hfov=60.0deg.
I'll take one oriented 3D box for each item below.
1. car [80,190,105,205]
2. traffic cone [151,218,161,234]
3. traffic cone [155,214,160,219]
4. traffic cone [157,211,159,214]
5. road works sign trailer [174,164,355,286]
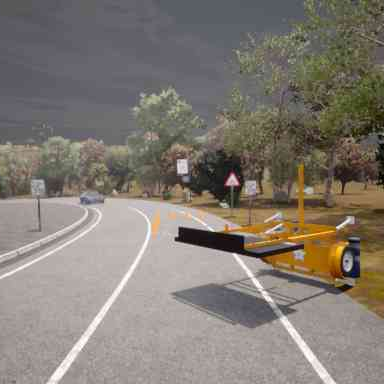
[{"bbox_3d":[-12.543,0.669,41.682,2.097,1.767,4.553,-4,3,-32],"label":"car"},{"bbox_3d":[-1.862,1.751,16.524,0.340,0.580,0.340,-1,2,-4],"label":"traffic cone"},{"bbox_3d":[-2.010,1.694,18.519,0.340,0.580,0.340,-1,2,-4],"label":"traffic cone"},{"bbox_3d":[-2.159,1.636,20.511,0.340,0.580,0.340,-1,2,-4],"label":"traffic cone"},{"bbox_3d":[1.687,0.774,7.440,3.560,2.880,2.380,-1,1,-38],"label":"road works sign trailer"}]
